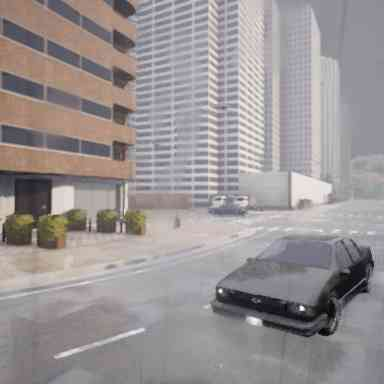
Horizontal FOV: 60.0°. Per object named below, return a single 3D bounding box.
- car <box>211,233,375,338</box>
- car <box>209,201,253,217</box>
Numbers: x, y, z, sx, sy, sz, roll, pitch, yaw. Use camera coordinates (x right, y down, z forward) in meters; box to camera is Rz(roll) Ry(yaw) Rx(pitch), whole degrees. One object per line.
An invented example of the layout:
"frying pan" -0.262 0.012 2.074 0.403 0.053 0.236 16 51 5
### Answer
"car" 2.609 1.650 7.253 2.033 1.411 5.357 0 -1 38
"car" 4.225 2.095 38.446 4.674 1.442 1.812 0 -1 29
